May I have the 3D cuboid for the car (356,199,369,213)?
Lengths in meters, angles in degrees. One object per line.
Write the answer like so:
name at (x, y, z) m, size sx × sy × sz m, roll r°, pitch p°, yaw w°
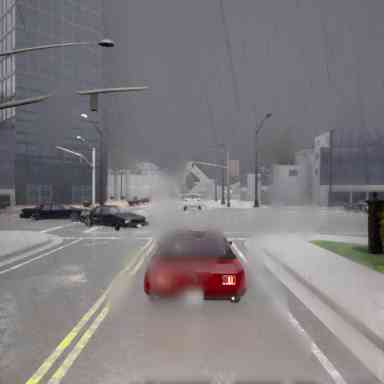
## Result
car at (19.876, 1.480, 34.088) m, size 4.674 × 1.442 × 1.812 m, roll 0°, pitch 0°, yaw 0°

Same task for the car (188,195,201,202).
car at (0.663, 1.540, 77.390) m, size 2.033 × 1.411 × 5.357 m, roll 0°, pitch 0°, yaw 12°

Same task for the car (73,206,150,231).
car at (-5.024, 1.570, 20.989) m, size 5.357 × 1.411 × 2.033 m, roll 0°, pitch 0°, yaw 41°

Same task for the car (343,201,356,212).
car at (19.372, 1.520, 37.583) m, size 4.181 × 1.385 × 1.994 m, roll 0°, pitch 0°, yaw -1°

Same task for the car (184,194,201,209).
car at (0.066, 1.225, 44.583) m, size 2.150 × 2.045 × 5.566 m, roll 0°, pitch 0°, yaw 0°

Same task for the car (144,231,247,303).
car at (0.071, 1.601, 8.183) m, size 1.895 × 1.301 × 4.718 m, roll 0°, pitch 0°, yaw 0°

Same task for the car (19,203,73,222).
car at (-10.827, 1.604, 26.684) m, size 5.357 × 1.411 × 2.033 m, roll 0°, pitch 0°, yaw -1°
